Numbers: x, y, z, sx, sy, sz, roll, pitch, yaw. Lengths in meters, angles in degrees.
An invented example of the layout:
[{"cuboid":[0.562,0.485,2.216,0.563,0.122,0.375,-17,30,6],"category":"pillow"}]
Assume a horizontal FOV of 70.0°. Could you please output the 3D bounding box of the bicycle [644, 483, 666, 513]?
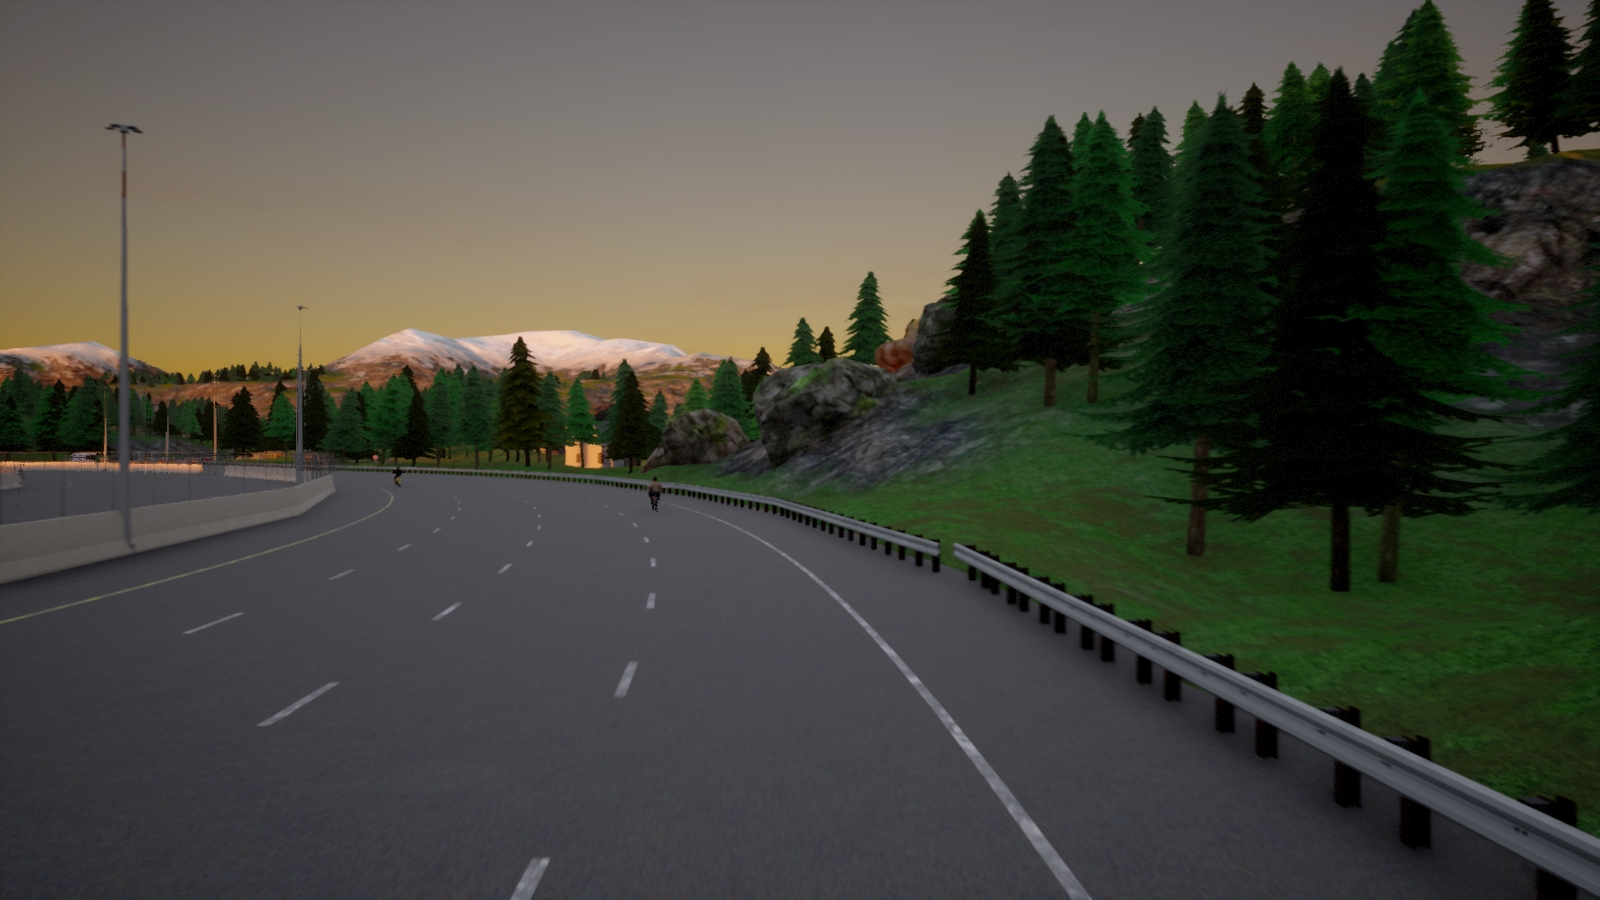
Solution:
[{"cuboid":[-6.587,2.157,51.839,0.859,1.295,1.487,0,0,-14],"category":"bicycle"}]
